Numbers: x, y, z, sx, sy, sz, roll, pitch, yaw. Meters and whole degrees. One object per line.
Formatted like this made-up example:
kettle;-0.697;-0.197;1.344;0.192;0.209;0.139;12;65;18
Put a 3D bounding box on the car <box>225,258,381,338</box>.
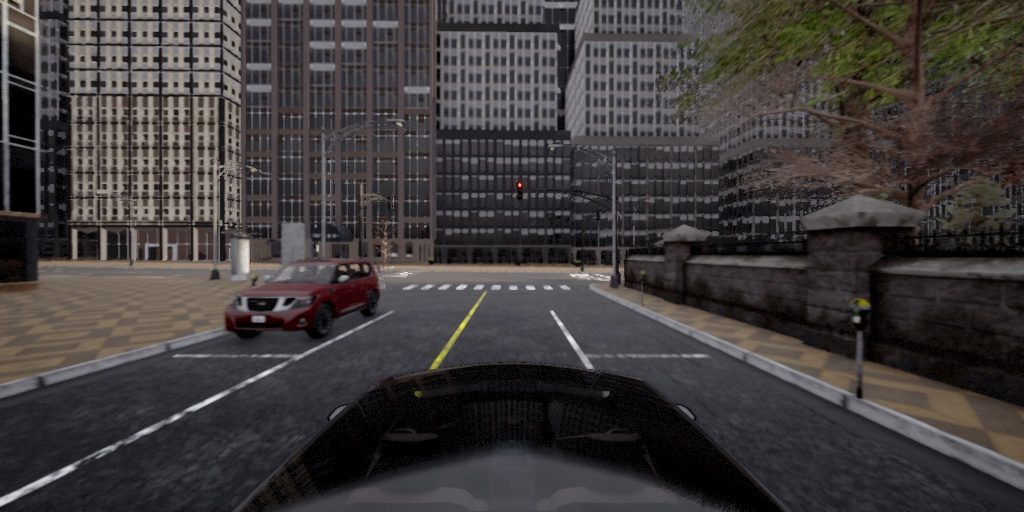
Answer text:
car;-5.385;1.004;10.132;2.192;1.841;5.009;0;0;0
